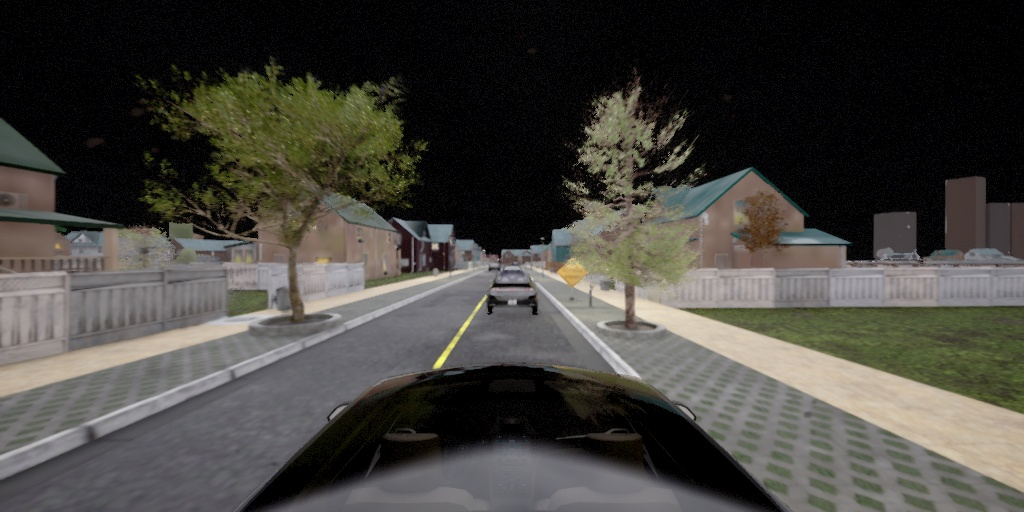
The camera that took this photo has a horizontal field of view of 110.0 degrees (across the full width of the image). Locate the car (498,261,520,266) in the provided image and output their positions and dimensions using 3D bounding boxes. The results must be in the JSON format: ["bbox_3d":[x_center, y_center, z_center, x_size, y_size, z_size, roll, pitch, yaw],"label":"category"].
[{"bbox_3d":[0.035,1.473,30.529,1.882,1.535,5.008,0,0,0],"label":"car"}]

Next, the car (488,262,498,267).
[{"bbox_3d":[-2.841,1.784,58.612,1.882,1.535,5.008,0,-1,0],"label":"car"}]

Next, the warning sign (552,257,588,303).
[{"bbox_3d":[2.510,0.971,15.089,1.300,1.860,1.060,0,0,0],"label":"warning sign"}]

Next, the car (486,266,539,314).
[{"bbox_3d":[0.035,1.341,14.235,2.128,1.511,4.902,0,0,1],"label":"car"}]
